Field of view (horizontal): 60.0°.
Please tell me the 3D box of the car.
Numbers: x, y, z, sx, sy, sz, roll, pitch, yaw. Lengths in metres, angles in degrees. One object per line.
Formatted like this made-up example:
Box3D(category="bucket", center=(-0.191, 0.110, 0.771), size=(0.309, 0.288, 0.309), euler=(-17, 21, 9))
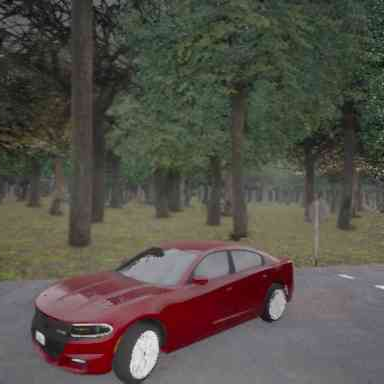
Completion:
Box3D(category="car", center=(-0.083, 1.604, 5.841), size=(5.008, 1.535, 1.882), euler=(3, -2, -45))
